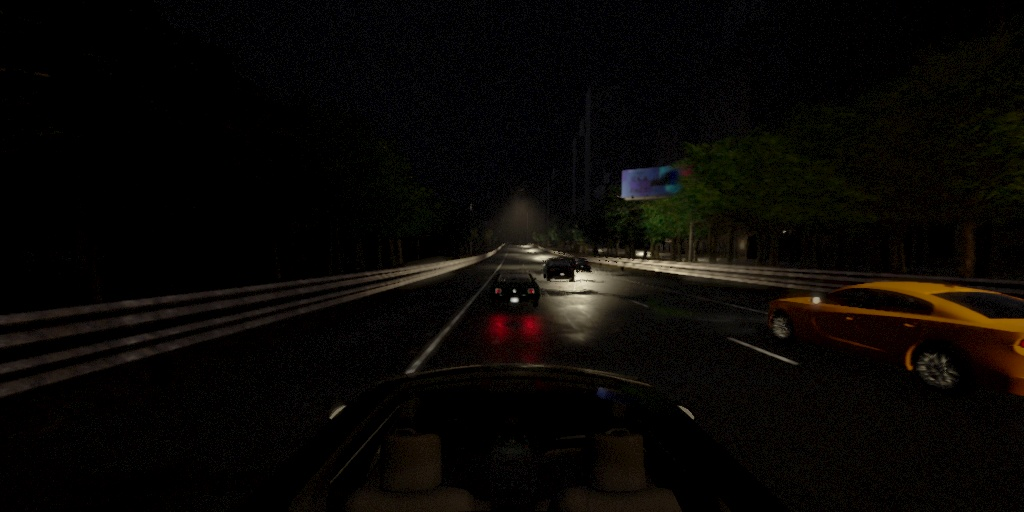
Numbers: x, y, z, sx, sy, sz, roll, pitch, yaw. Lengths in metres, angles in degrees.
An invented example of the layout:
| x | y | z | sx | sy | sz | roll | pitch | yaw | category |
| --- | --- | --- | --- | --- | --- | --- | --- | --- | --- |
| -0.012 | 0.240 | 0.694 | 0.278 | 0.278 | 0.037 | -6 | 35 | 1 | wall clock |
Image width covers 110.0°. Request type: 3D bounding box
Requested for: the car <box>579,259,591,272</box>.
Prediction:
| x | y | z | sx | sy | sz | roll | pitch | yaw | category |
| --- | --- | --- | --- | --- | --- | --- | --- | --- | --- |
| 7.099 | 1.004 | 38.350 | 1.994 | 1.385 | 4.181 | 0 | 1 | 0 | car |

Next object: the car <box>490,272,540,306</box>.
| x | y | z | sx | sy | sz | roll | pitch | yaw | category |
| --- | --- | --- | --- | --- | --- | --- | --- | --- | --- |
| 0.099 | 1.308 | 15.379 | 1.895 | 1.301 | 4.718 | 0 | 0 | 0 | car |

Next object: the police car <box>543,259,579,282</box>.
| x | y | z | sx | sy | sz | roll | pitch | yaw | category |
| --- | --- | --- | --- | --- | --- | --- | --- | --- | --- |
| 3.498 | 1.037 | 27.535 | 1.930 | 1.638 | 5.238 | 0 | 1 | 0 | police car |

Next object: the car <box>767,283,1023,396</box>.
| x | y | z | sx | sy | sz | roll | pitch | yaw | category |
| --- | --- | --- | --- | --- | --- | --- | --- | --- | --- |
| 7.098 | 1.222 | 6.619 | 1.882 | 1.535 | 5.008 | 0 | 0 | 0 | car |
